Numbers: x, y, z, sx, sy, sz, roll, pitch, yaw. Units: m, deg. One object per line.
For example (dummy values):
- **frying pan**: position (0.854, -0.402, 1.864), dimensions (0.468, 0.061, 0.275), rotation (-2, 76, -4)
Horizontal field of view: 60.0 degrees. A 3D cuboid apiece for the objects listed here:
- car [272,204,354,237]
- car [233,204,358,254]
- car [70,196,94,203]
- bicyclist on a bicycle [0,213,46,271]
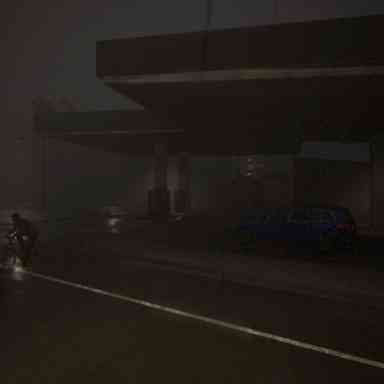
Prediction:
- **car**: position (6.567, 1.452, 18.137), dimensions (3.806, 1.475, 1.970), rotation (0, 0, 35)
- **car**: position (3.886, 1.292, 12.999), dimensions (4.611, 1.667, 2.242), rotation (0, 0, 35)
- **car**: position (-22.117, 1.483, 67.022), dimensions (2.128, 1.511, 4.902), rotation (0, 0, 45)
- **bicyclist on a bicycle**: position (-5.065, 1.443, 9.836), dimensions (0.582, 1.620, 1.656), rotation (0, 0, 34)
